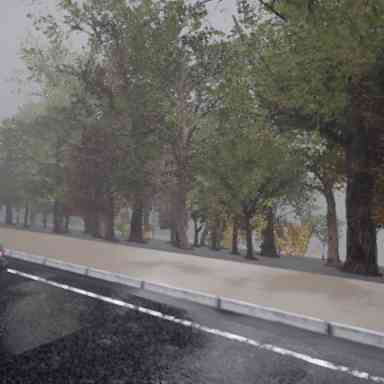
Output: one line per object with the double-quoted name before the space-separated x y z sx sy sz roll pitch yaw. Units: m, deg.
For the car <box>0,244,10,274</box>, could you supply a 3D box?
"car" -6.799 1.457 8.579 5.357 1.411 2.033 1 0 36
